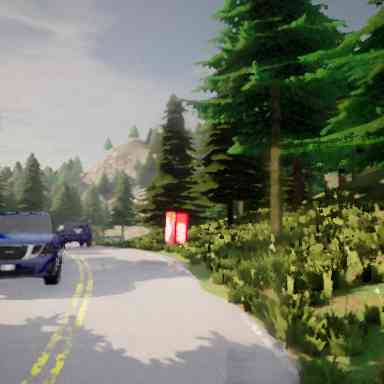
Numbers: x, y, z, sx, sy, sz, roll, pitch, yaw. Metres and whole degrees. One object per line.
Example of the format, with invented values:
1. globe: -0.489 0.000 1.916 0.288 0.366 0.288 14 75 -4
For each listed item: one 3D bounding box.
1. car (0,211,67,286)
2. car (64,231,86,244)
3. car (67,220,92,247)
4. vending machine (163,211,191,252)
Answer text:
1. car: -5.259 1.610 10.470 2.150 2.045 5.566 1 -4 -20
2. car: -14.092 5.471 40.387 1.812 1.442 4.674 0 -7 -10
3. car: -9.305 3.274 25.988 2.150 2.045 5.566 1 -8 -27
4. vending machine: -0.794 2.063 17.572 1.100 2.100 0.880 4 -4 -26
